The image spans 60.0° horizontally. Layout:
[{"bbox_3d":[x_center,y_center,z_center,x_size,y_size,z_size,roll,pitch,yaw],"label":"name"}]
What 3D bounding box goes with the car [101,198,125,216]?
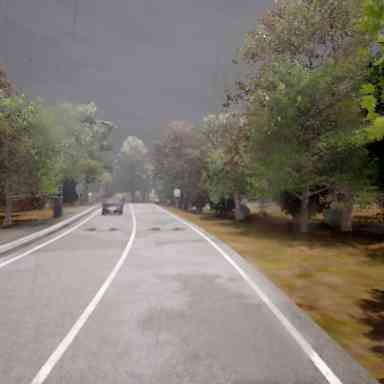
[{"bbox_3d":[-7.277,1.324,30.783,2.128,1.511,4.902,1,0,-11],"label":"car"}]
